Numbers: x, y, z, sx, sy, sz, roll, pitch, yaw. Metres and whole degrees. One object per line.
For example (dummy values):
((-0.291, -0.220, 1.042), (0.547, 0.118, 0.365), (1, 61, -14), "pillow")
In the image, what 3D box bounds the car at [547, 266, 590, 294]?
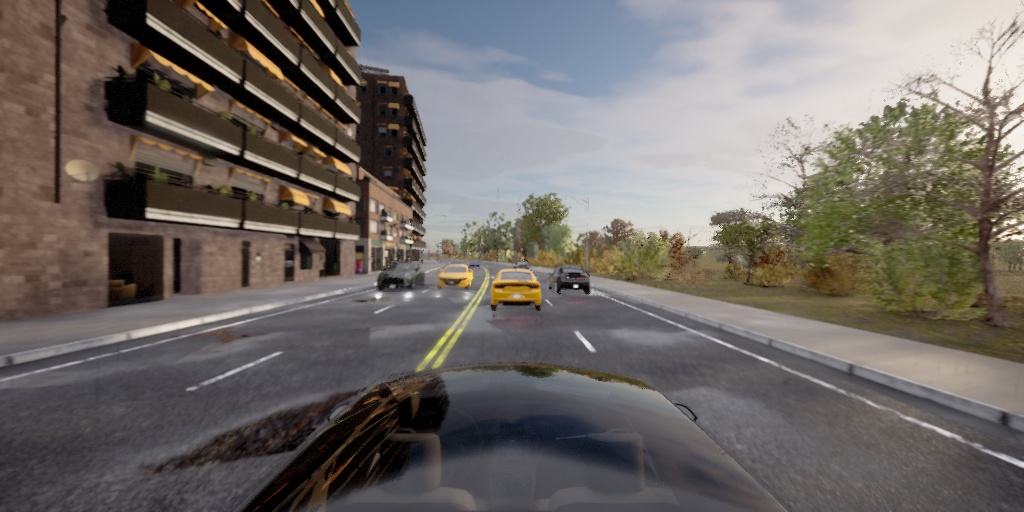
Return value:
((3.233, 1.345, 20.942), (1.837, 1.490, 4.892), (1, -1, -2), "car")

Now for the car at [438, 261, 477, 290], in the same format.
((-3.551, 1.281, 23.194), (1.882, 1.535, 5.008), (0, 0, -2), "car")

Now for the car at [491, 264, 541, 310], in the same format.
((0.123, 1.277, 15.167), (1.882, 1.535, 5.008), (0, 0, -1), "car")

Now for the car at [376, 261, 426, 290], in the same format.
((-6.776, 1.130, 22.371), (2.097, 1.767, 4.553), (0, 0, -2), "car")

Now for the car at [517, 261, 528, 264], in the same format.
((1.464, 1.443, 49.749), (1.812, 1.442, 4.674), (0, 0, -5), "car")
